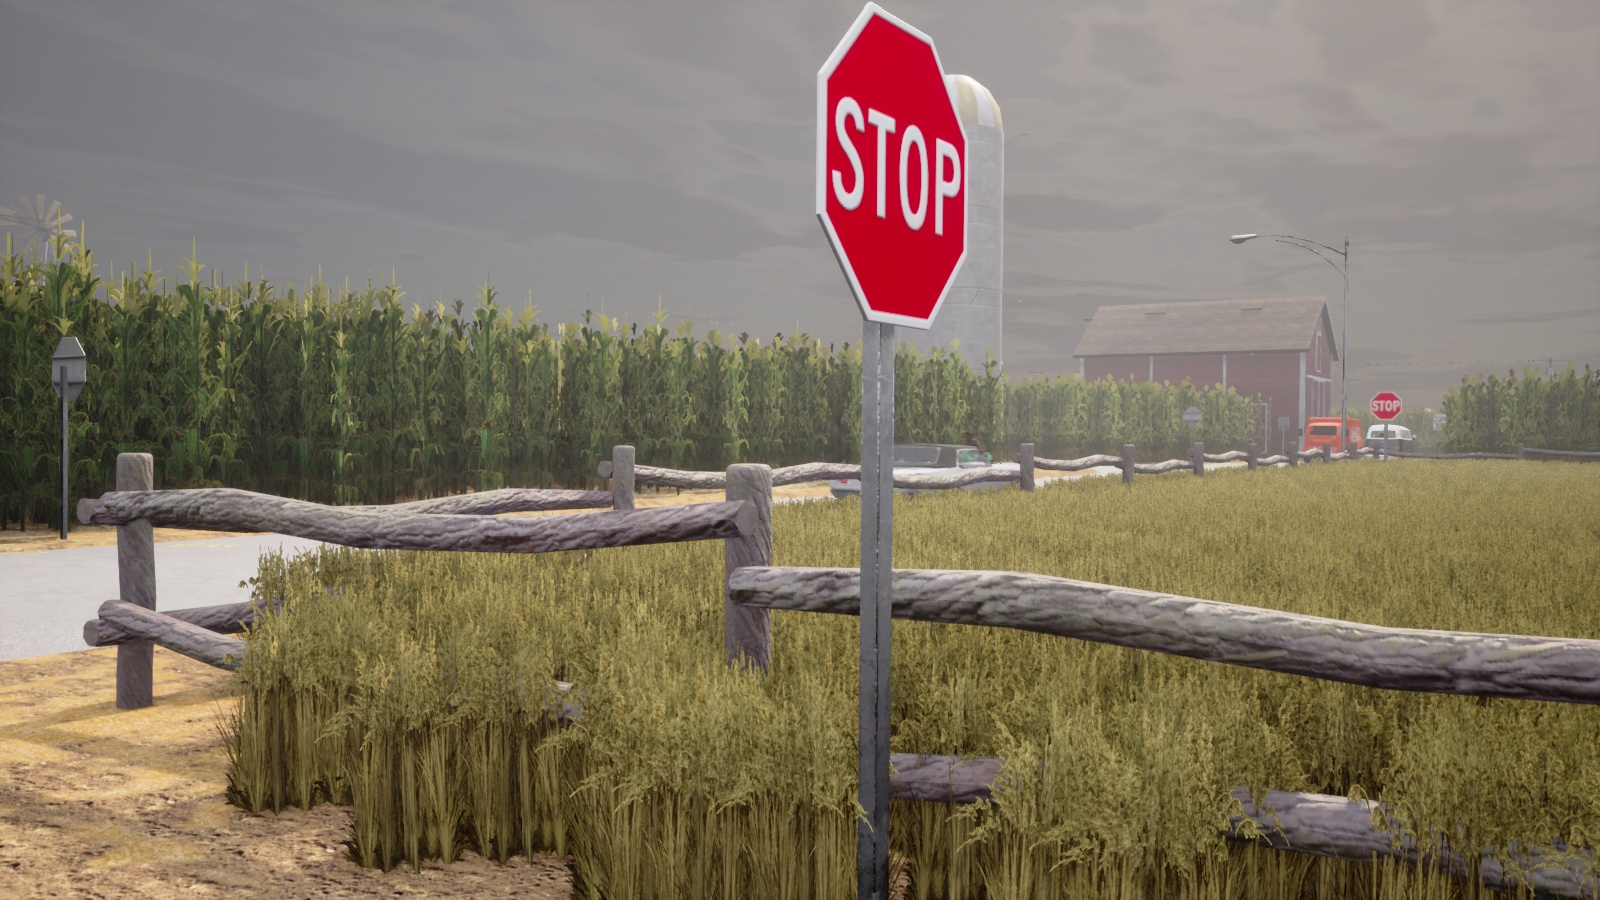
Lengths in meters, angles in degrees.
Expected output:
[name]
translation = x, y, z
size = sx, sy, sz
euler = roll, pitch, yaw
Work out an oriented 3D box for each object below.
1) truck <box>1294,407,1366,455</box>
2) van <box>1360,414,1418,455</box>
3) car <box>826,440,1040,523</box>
[truck]
translation = 28.504, -1.008, 67.428
size = 2.627, 2.467, 5.204
euler = 0, 0, 34
[van]
translation = 30.325, -0.791, 64.570
size = 2.069, 2.038, 4.480
euler = 0, 0, 34
[car]
translation = 2.550, 0.490, 22.880
size = 1.895, 1.301, 4.718
euler = 0, 1, 34
